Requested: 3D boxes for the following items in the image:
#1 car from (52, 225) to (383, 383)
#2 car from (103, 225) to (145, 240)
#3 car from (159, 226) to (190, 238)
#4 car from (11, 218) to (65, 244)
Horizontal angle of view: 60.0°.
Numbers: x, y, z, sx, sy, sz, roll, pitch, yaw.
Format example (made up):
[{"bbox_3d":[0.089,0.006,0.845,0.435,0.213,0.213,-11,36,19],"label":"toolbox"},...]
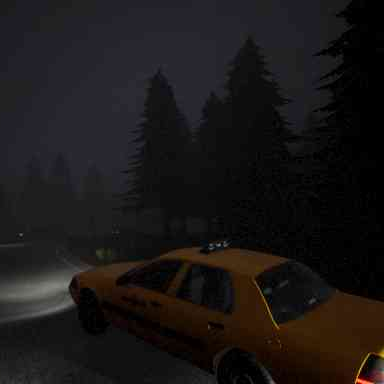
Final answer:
[{"bbox_3d":[0.124,1.441,4.751,5.366,1.575,1.801,0,1,43],"label":"car"},{"bbox_3d":[-7.435,4.510,36.973,2.033,1.411,5.357,-4,-8,20],"label":"car"},{"bbox_3d":[-2.311,5.544,46.279,1.882,1.535,5.008,-5,-8,30],"label":"car"},{"bbox_3d":[-12.738,3.227,28.167,2.150,2.045,5.566,-4,-7,7],"label":"car"}]
